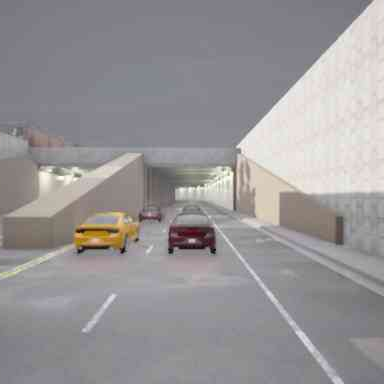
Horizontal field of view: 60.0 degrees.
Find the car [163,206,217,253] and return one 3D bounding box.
[{"bbox_3d":[0.008,1.616,14.475,1.882,1.535,5.008,0,0,0],"label":"car"}]

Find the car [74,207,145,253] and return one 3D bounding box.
[{"bbox_3d":[-3.492,1.616,14.482,1.882,1.535,5.008,0,0,0],"label":"car"}]

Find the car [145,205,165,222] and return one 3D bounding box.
[{"bbox_3d":[-3.491,1.842,29.297,1.994,1.385,4.181,0,0,0],"label":"car"}]
